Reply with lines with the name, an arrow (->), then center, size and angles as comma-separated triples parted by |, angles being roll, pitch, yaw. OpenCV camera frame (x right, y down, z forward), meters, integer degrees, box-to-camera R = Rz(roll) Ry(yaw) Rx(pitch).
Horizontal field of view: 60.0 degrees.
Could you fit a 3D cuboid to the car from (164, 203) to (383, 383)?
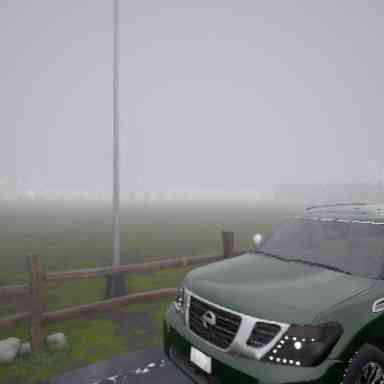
car -> 2.331, 1.222, 4.729 | 5.566, 2.045, 2.150 | 0, 0, -35
